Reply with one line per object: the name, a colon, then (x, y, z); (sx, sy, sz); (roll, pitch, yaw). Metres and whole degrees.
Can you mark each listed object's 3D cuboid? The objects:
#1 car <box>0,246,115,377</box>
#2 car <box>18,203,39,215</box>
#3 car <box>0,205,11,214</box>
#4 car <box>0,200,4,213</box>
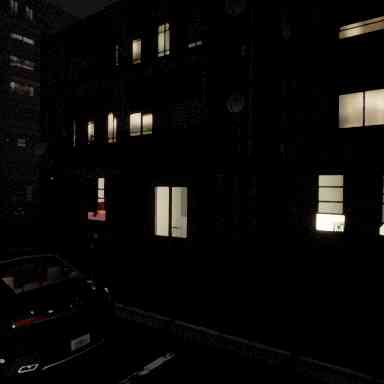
car: (-3.103, 1.549, 5.230); (4.403, 1.369, 2.008); (0, 1, 36)
car: (-16.109, 1.803, 36.204); (1.895, 1.301, 4.718); (1, 0, 36)
car: (-21.647, 1.656, 34.067); (2.033, 1.411, 5.357); (1, 0, 36)
car: (-23.287, 1.622, 36.212); (2.008, 1.369, 4.403); (1, 0, 36)
